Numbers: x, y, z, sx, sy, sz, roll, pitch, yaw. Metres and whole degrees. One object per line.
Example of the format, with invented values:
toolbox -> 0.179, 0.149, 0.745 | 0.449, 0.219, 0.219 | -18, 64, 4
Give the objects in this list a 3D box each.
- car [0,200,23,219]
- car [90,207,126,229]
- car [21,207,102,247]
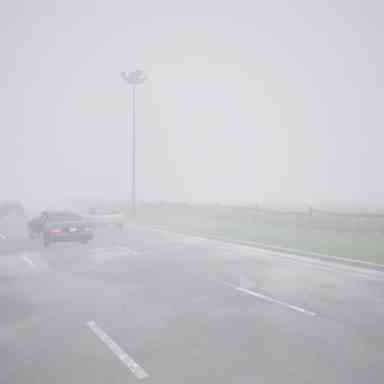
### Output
car -> -16.228, 1.504, 29.637 | 1.837, 1.490, 4.892 | 0, 0, -35
car -> -5.934, 1.601, 21.027 | 1.895, 1.301, 4.718 | 0, 0, -35
car -> -6.156, 1.547, 15.236 | 2.033, 1.411, 5.357 | 0, 0, -35
